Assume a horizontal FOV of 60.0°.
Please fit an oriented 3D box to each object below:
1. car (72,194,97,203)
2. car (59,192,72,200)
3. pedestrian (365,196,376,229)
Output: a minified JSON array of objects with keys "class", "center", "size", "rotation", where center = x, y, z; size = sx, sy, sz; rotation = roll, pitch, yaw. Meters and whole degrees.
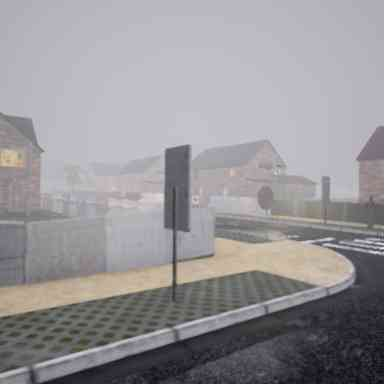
[{"class":"car","center":[-15.508,0.878,48.851],"size":[1.895,1.301,4.718],"rotation":[1,0,-36]},{"class":"car","center":[-21.377,0.709,56.959],"size":[1.994,1.385,4.181],"rotation":[1,0,-36]},{"class":"pedestrian","center":[9.962,1.123,18.599],"size":[0.375,1.860,0.375],"rotation":[2,-1,-36]}]
